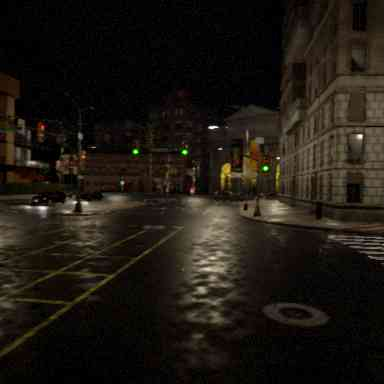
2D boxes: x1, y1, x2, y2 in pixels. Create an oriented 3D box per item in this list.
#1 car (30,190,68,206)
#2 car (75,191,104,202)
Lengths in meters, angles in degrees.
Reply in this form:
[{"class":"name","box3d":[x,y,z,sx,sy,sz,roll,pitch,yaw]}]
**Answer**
[{"class":"car","box3d":[-14.932,0.612,34.995,1.837,1.490,4.892,1,1,8]},{"class":"car","box3d":[-13.578,0.532,44.654,2.033,1.411,5.357,1,1,8]}]
